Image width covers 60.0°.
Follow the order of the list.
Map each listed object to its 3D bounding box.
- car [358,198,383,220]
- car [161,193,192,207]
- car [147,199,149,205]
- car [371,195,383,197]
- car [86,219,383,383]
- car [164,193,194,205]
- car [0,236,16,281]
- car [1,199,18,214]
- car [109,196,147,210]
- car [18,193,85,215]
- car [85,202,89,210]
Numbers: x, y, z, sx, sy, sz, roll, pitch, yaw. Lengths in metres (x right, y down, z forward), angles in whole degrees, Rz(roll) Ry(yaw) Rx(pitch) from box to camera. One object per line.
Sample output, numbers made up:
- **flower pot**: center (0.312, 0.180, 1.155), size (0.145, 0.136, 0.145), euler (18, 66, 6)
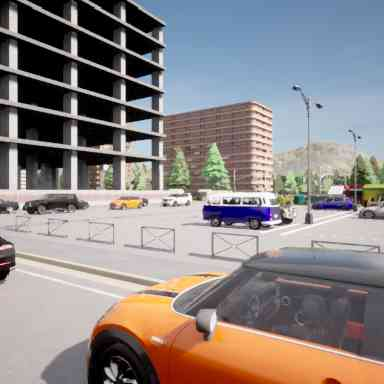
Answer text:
- **car**: center (14.613, 1.395, 24.802), size (3.806, 1.475, 1.970), euler (0, 0, 36)
- **car**: center (-2.297, 1.166, 50.921), size (2.150, 2.045, 5.566), euler (0, 0, 35)
- **car**: center (-8.390, 1.436, 48.379), size (2.128, 1.511, 4.902), euler (0, 0, 35)
- **car**: center (17.819, 1.153, 29.367), size (4.605, 1.855, 1.932), euler (0, 0, 36)
- **car**: center (1.036, 1.352, 3.250), size (4.553, 1.767, 2.097), euler (0, 0, 35)
- **car**: center (-2.185, 1.166, 57.103), size (2.150, 2.045, 5.566), euler (0, 0, 36)
- **car**: center (-6.477, 1.492, 8.564), size (4.902, 1.511, 2.128), euler (0, 0, 35)
- **car**: center (-19.556, 1.436, 32.578), size (2.128, 1.511, 4.902), euler (0, 0, 36)
- **car**: center (-8.373, 1.297, 42.337), size (2.097, 1.767, 4.553), euler (0, 0, 35)
- **car**: center (-14.250, 1.166, 34.009), size (2.150, 2.045, 5.566), euler (0, 0, 35)
- **car**: center (-14.414, 1.508, 39.852), size (1.994, 1.385, 4.181), euler (0, 0, 35)
